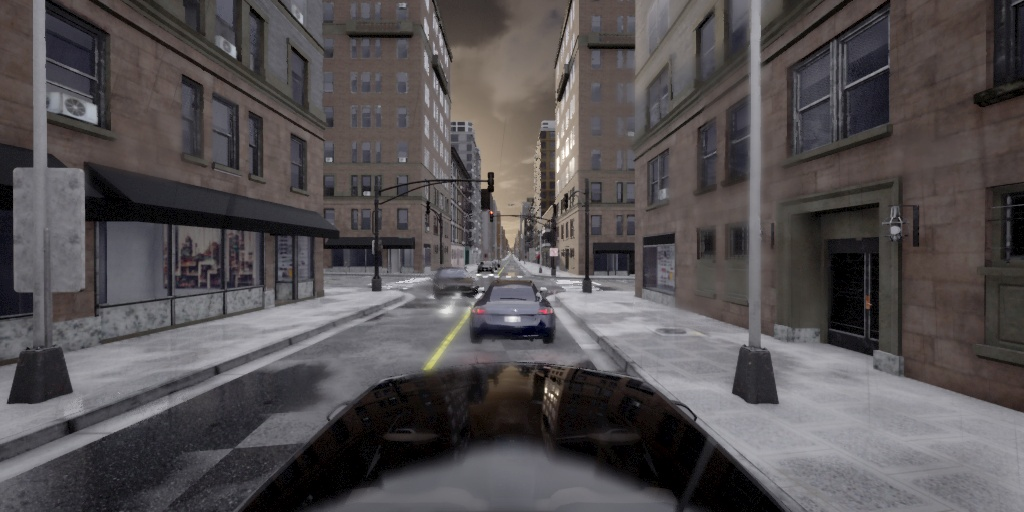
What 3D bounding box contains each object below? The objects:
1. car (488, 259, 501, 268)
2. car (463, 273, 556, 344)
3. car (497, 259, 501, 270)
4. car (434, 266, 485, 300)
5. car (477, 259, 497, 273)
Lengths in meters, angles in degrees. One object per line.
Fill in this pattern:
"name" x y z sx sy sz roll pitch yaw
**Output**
"car" -3.039 1.320 63.301 1.882 1.535 5.008 0 0 0
"car" 0.013 1.315 9.627 1.994 1.385 4.181 0 0 0
"car" -3.081 1.369 52.892 2.033 1.411 5.357 0 0 0
"car" -2.992 1.305 18.245 2.033 1.411 5.357 0 0 -15
"car" -3.083 1.307 43.070 1.837 1.490 4.892 0 0 0
